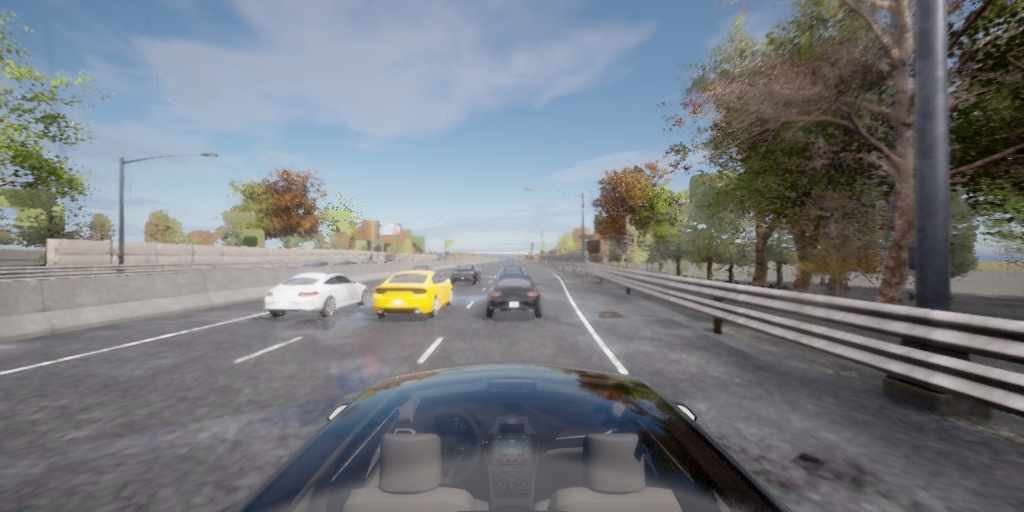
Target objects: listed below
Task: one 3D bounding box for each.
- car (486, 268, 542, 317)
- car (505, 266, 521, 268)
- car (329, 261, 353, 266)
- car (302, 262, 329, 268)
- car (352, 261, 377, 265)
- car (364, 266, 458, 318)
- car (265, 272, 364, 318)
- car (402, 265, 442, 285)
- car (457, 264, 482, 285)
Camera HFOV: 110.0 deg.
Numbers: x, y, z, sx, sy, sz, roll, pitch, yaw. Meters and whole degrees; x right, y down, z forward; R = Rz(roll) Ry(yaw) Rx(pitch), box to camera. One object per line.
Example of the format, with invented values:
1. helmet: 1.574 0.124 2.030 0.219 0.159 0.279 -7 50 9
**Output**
1. car: 0.075 1.325 13.268 1.812 1.442 4.674 0 0 0
2. car: 0.071 1.430 28.113 1.994 1.385 4.181 0 0 0
3. car: -24.555 1.497 53.202 1.837 1.490 4.892 0 0 0
4. car: -28.049 1.533 51.893 2.033 1.411 5.357 0 0 1
5. car: -21.052 1.541 53.090 2.033 1.411 5.357 0 0 1
6. car: -3.426 1.277 13.283 1.882 1.535 5.008 0 -1 0
7. car: -6.926 1.323 13.197 1.812 1.442 4.674 0 0 0
8. car: -6.928 1.429 28.063 1.994 1.385 4.181 0 0 0
9. car: -3.431 1.355 27.504 2.128 1.511 4.902 0 0 0
